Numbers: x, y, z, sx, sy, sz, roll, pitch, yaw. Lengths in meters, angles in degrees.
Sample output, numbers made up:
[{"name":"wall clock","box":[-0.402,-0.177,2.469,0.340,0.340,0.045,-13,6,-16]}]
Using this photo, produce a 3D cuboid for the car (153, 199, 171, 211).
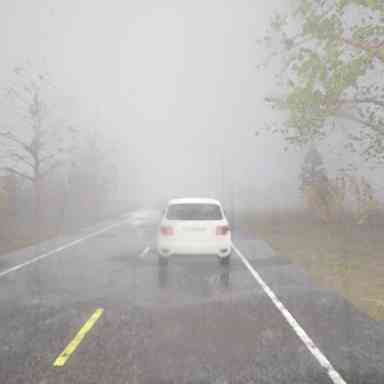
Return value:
[{"name":"car","box":[-3.802,1.606,42.915,2.033,1.411,5.357,0,0,-1]}]

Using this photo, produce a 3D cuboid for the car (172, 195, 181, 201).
[{"name":"car","box":[-3.845,1.463,84.098,2.128,1.511,4.902,0,0,0]}]

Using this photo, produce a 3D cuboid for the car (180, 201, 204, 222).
[{"name":"car","box":[0.007,1.551,28.076,1.837,1.490,4.892,0,0,0]}]

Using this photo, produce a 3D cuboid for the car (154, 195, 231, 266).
[{"name":"car","box":[0.070,1.241,11.764,2.150,2.045,5.566,0,0,0]}]

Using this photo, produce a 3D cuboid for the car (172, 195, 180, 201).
[{"name":"car","box":[-3.697,1.401,76.723,1.812,1.442,4.674,0,0,-2]}]
